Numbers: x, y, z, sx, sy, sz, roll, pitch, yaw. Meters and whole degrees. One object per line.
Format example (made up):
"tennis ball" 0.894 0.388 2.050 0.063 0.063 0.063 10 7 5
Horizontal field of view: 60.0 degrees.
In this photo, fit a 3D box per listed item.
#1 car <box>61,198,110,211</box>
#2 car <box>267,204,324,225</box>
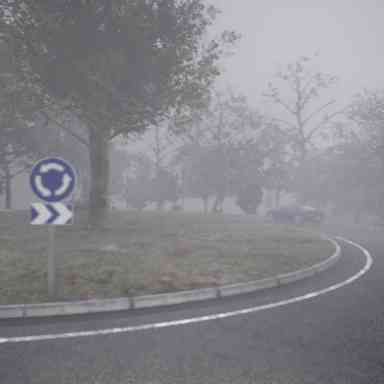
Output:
"car" -10.702 1.318 33.401 4.902 1.511 2.128 1 0 -16
"car" 8.041 1.715 26.401 1.882 1.535 5.008 2 0 -27
